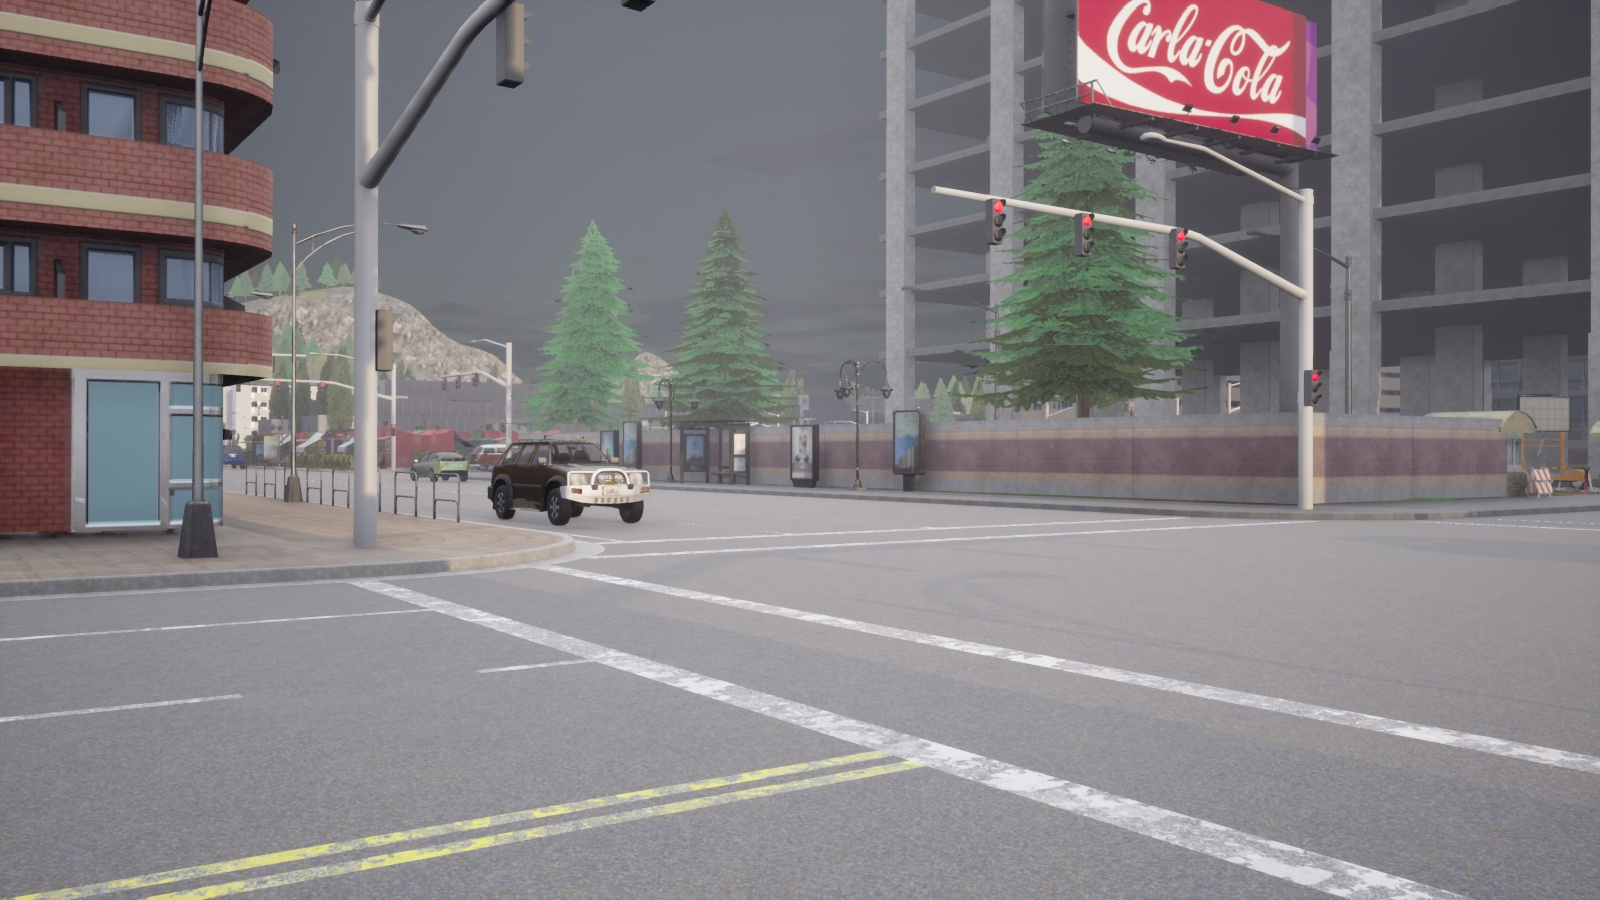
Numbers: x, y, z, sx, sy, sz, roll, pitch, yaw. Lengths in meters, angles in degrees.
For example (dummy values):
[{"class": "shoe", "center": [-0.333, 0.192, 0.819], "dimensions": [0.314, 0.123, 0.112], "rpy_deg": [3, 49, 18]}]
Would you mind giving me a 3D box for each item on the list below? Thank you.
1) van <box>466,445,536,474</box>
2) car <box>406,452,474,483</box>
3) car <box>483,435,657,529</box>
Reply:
[{"class": "van", "center": [-21.617, 0.681, 90.727], "dimensions": [4.480, 2.038, 2.069], "rpy_deg": [0, 0, -36]}, {"class": "car", "center": [-18.486, 0.888, 64.403], "dimensions": [2.007, 1.525, 4.514], "rpy_deg": [0, 0, -35]}, {"class": "car", "center": [-5.046, 0.638, 27.088], "dimensions": [1.932, 1.855, 4.605], "rpy_deg": [0, 0, -35]}]
